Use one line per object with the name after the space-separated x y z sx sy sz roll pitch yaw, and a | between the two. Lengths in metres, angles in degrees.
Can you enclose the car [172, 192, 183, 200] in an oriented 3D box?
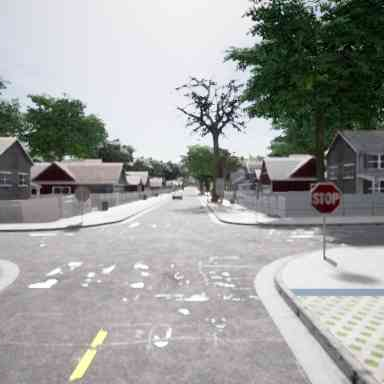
-2.729 0.712 62.572 2.033 1.411 5.357 0 1 0 | car
